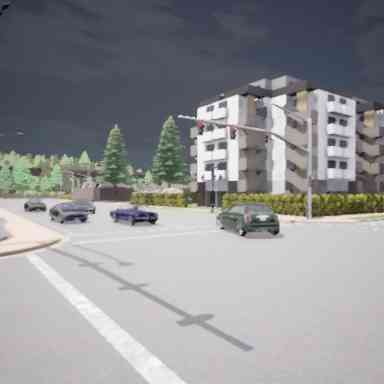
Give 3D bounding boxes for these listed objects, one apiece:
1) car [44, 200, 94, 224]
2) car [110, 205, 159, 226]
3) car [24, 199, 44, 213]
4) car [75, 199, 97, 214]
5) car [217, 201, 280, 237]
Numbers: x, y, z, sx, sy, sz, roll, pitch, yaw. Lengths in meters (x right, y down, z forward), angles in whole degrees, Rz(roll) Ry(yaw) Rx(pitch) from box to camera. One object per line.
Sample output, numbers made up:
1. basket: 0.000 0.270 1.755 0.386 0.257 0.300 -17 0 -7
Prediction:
1. car: -9.535 1.556 25.469 2.033 1.411 5.357 0 0 -34
2. car: -4.190 1.614 23.807 1.895 1.301 4.718 0 0 -34
3. car: -17.938 1.557 37.984 2.033 1.411 5.357 0 0 -34
4. car: -11.389 1.515 34.489 1.837 1.490 4.892 0 1 -34
5. car: 2.978 1.368 18.628 2.097 1.767 4.553 0 0 -15
